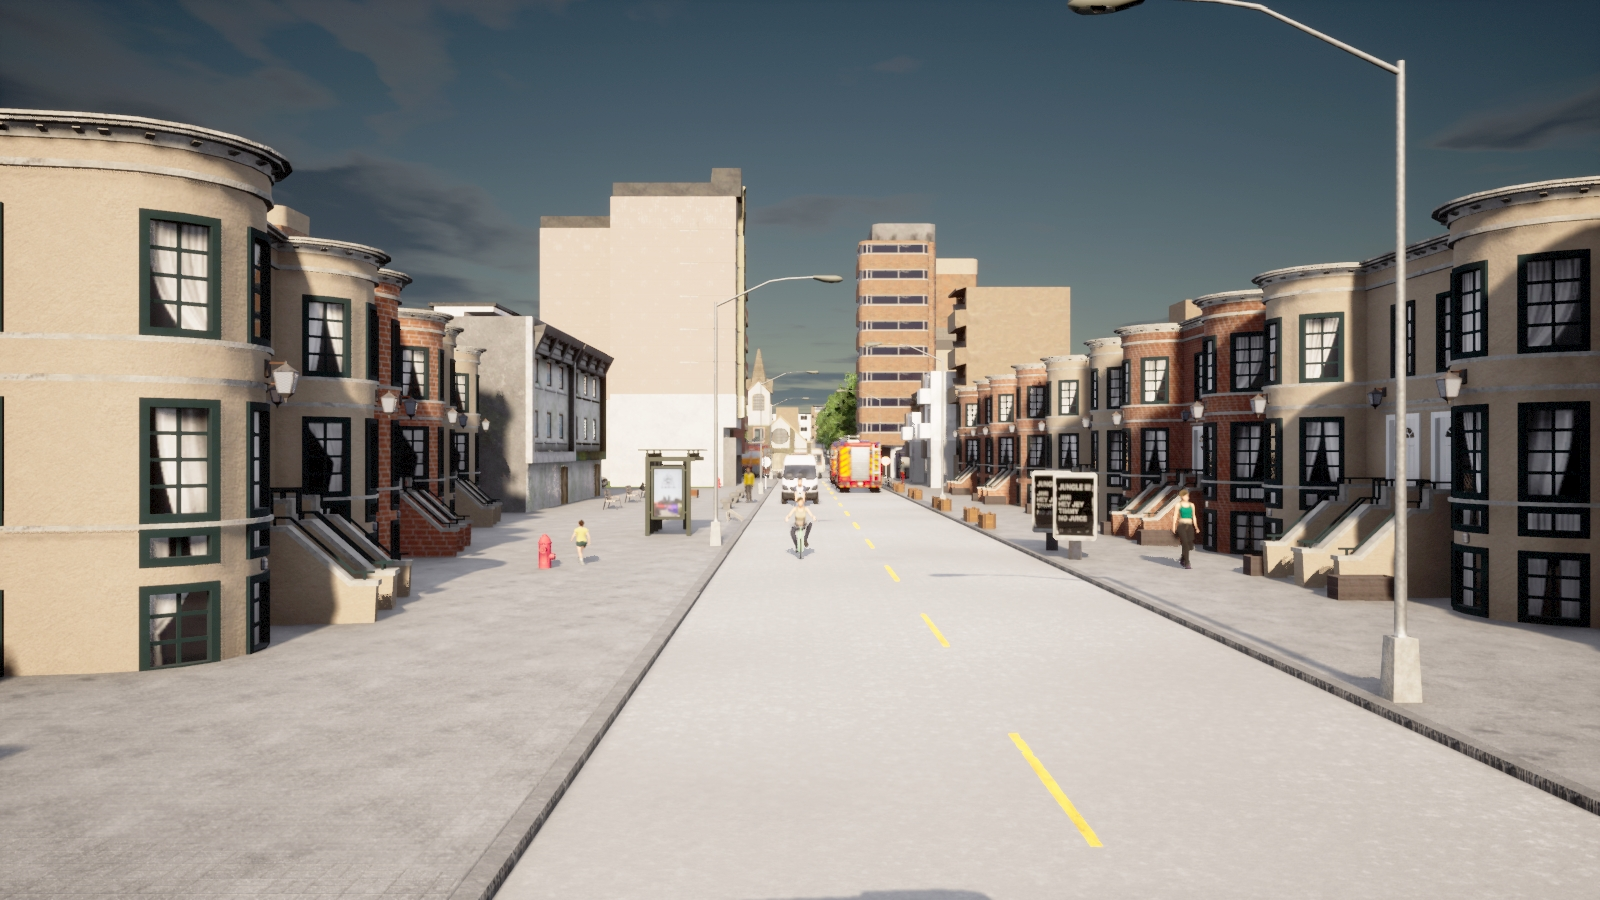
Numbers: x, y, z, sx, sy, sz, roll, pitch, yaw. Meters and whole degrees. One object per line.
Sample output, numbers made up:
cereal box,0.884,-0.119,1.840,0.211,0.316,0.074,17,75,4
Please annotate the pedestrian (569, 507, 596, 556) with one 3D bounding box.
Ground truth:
pedestrian,-5.142,1.916,26.957,0.500,1.100,0.500,0,0,-28

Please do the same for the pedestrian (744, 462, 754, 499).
pedestrian,-2.574,1.546,57.836,0.375,1.860,0.375,0,0,16

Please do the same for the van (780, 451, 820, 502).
van,0.002,1.338,60.757,1.988,2.561,5.915,0,0,0

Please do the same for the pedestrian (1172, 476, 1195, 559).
pedestrian,8.731,1.534,26.030,0.375,1.860,0.375,0,0,-4
